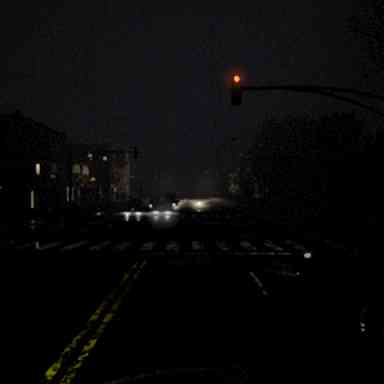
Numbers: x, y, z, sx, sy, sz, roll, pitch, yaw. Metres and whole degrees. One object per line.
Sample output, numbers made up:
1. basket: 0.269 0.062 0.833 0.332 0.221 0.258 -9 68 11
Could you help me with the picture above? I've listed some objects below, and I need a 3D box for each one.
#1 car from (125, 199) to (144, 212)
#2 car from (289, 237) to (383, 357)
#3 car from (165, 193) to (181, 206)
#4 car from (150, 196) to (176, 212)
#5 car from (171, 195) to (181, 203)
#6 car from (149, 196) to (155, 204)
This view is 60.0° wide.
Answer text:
1. car: -6.609 1.502 38.835 2.033 1.411 5.357 0 0 -3
2. car: 3.356 1.540 5.949 2.033 1.411 5.357 0 0 0
3. car: -3.343 1.161 53.347 2.150 2.045 5.566 0 0 0
4. car: -3.331 1.518 38.726 1.994 1.385 4.181 0 0 0
5. car: -3.303 1.396 69.156 1.882 1.535 5.008 0 0 0
6. car: -6.563 1.479 59.740 2.033 1.411 5.357 0 0 0
